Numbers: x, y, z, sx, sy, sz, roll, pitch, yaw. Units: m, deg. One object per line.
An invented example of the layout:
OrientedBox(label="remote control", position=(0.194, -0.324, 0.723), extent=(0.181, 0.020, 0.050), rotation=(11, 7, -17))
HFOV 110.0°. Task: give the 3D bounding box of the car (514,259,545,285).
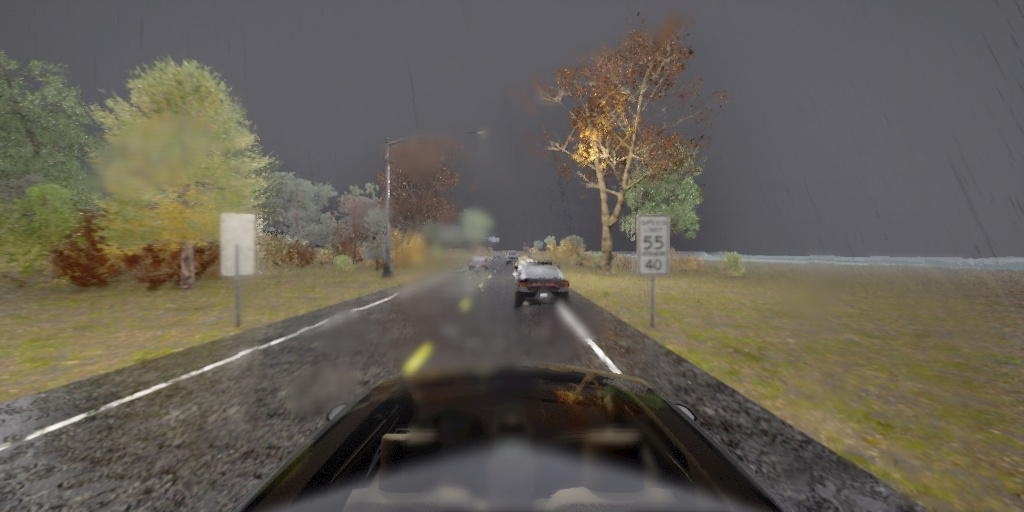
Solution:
OrientedBox(label="car", position=(1.049, 0.974, 23.874), extent=(1.812, 1.442, 4.674), rotation=(0, 1, 0))

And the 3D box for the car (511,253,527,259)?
OrientedBox(label="car", position=(1.060, 0.818, 30.061), extent=(1.801, 1.575, 5.366), rotation=(0, 1, 0))

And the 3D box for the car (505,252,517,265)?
OrientedBox(label="car", position=(0.071, 0.561, 52.083), extent=(1.837, 1.490, 4.892), rotation=(0, 1, 1))

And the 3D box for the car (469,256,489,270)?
OrientedBox(label="car", position=(-3.546, 0.755, 39.561), extent=(1.812, 1.442, 4.674), rotation=(0, 1, 0))

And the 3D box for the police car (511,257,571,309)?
OrientedBox(label="police car", position=(1.044, 1.009, 13.988), extent=(1.930, 1.638, 5.238), rotation=(0, 1, 0))
